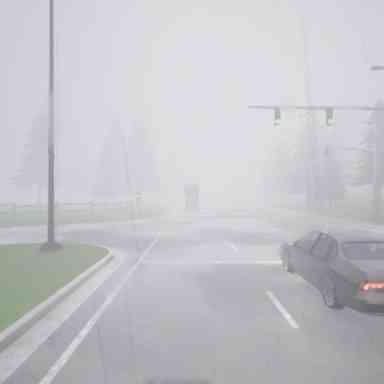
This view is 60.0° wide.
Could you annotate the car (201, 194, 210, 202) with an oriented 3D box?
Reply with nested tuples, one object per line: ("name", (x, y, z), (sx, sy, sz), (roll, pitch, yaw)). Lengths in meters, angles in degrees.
("car", (3.495, 1.516, 85.669), (2.150, 2.045, 5.566), (0, 0, 0))

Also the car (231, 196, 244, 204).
("car", (10.496, 1.752, 75.605), (2.097, 1.767, 4.553), (0, 0, 0))

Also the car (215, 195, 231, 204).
("car", (6.996, 1.919, 75.217), (2.128, 1.511, 4.902), (0, 0, 0))

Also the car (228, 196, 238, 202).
("car", (10.495, 1.791, 85.638), (1.837, 1.490, 4.892), (0, 0, 0))

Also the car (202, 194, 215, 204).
("car", (3.496, 1.752, 75.604), (2.097, 1.767, 4.553), (0, 0, 0))

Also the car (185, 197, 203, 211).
("car", (0.000, 1.740, 44.597), (2.128, 1.511, 4.902), (0, 0, 0))

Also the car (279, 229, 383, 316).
("car", (3.575, 1.591, 7.865), (2.033, 1.411, 5.357), (0, 0, 0))

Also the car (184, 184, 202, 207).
("car", (-0.002, 0.167, 44.276), (1.882, 1.535, 5.008), (0, -20, 2))
